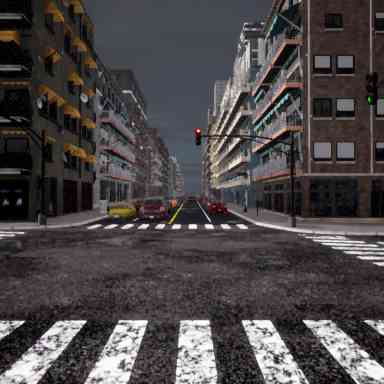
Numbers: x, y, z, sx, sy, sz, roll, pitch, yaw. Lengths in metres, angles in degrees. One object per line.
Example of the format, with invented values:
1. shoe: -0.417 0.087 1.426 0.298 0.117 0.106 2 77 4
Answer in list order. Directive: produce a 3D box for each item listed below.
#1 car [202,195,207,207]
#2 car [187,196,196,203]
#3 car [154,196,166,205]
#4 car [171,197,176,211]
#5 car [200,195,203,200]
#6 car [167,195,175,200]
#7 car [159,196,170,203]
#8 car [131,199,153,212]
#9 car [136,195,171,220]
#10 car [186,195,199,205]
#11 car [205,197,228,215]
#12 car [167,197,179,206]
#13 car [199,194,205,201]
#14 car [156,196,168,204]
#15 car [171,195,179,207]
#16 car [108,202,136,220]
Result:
1. car: 2.571 1.450 39.062 1.967 1.590 4.097 1 0 0
2. car: -0.151 1.623 70.025 1.895 1.301 4.718 0 0 0
3. car: -5.883 1.543 60.972 1.752 1.417 4.829 1 0 0
4. car: -3.224 1.557 37.576 2.033 1.411 5.357 0 0 0
5. car: 2.533 1.596 50.108 1.802 1.307 4.206 1 0 0
6. car: -5.992 1.587 94.282 2.008 1.369 4.403 1 0 0
7. car: -5.920 1.568 72.189 1.887 1.381 4.507 1 0 0
8. car: -5.811 1.554 39.048 1.887 1.381 4.507 1 0 0
9. car: -3.166 1.359 28.084 2.097 1.767 4.553 0 0 -1
10. car: -0.097 1.522 59.798 1.837 1.490 4.892 0 0 0
11. car: 2.588 1.553 33.538 1.887 1.381 4.507 1 0 0
12. car: -3.249 1.617 57.224 1.895 1.301 4.718 0 0 0
13. car: 2.732 1.380 81.851 2.097 1.767 4.553 0 0 0
14. car: -5.902 1.572 66.665 2.008 1.369 4.403 1 0 0
15. car: -3.246 1.365 47.366 2.097 1.767 4.553 0 0 0
16. car: -5.773 1.532 27.831 1.752 1.417 4.829 1 0 0
